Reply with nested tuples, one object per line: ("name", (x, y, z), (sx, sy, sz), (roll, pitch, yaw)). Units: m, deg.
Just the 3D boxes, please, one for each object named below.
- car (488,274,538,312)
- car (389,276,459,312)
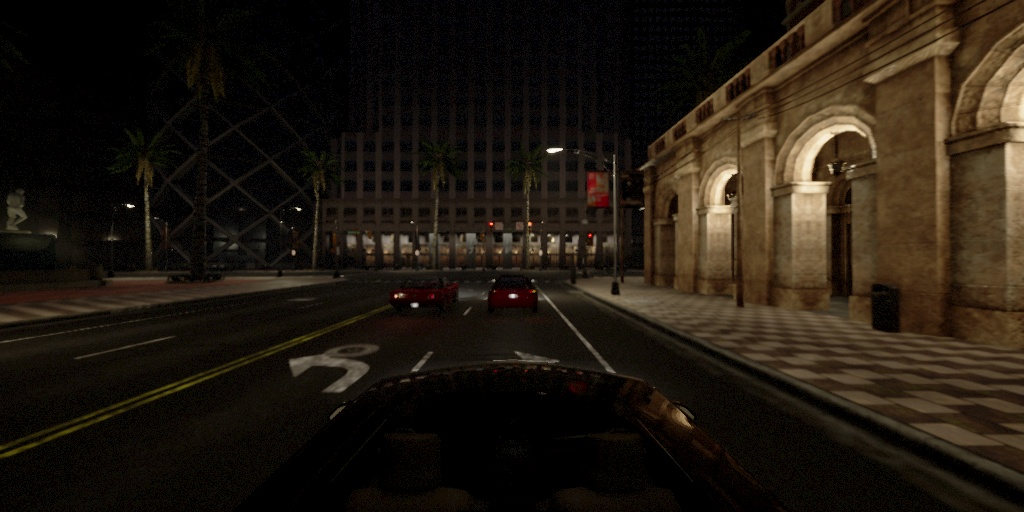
("car", (0.053, 1.460, 15.196), (1.994, 1.385, 4.181), (0, -1, 1))
("car", (-3.449, 1.495, 15.047), (1.895, 1.301, 4.718), (0, -1, 1))
